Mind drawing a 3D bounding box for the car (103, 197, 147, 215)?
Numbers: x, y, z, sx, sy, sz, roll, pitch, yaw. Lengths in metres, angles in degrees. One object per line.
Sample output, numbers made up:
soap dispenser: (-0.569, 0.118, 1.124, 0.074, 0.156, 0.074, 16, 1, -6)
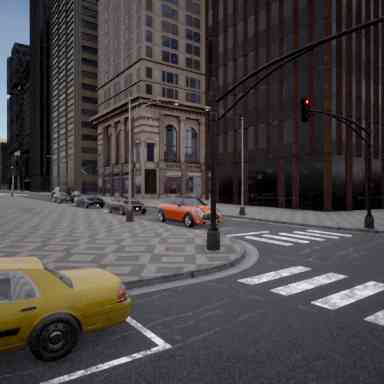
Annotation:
car: (-5.399, 1.088, 27.372, 1.994, 1.385, 4.181, 0, 1, -36)

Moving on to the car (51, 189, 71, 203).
car: (-16.667, 0.662, 43.156, 1.837, 1.490, 4.892, 0, 1, -36)

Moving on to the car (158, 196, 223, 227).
car: (-0.200, 1.050, 20.116, 2.097, 1.767, 4.553, 0, 1, -36)

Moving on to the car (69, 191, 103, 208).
car: (-10.826, 0.893, 34.952, 2.033, 1.411, 5.357, 0, 1, -35)

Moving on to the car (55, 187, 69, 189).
car: (-21.929, 0.133, 55.767, 2.150, 2.045, 5.566, 0, 1, -36)

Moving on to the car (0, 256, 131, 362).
car: (-3.233, 1.525, 4.343, 4.829, 1.417, 1.752, 0, 0, -36)
